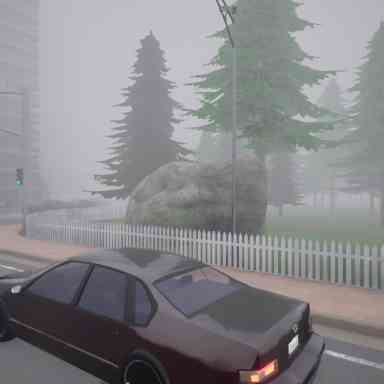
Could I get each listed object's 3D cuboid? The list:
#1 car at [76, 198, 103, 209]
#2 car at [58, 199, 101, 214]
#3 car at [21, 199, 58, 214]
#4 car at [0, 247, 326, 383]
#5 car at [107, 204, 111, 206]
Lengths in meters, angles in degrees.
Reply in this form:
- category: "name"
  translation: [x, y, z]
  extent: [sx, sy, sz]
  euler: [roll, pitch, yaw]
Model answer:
- category: "car"
  translation: [-13.586, 1.545, 44.429]
  extent: [1.895, 1.301, 4.718]
  euler: [0, 0, 3]
- category: "car"
  translation: [-11.476, 1.470, 34.843]
  extent: [1.812, 1.442, 4.674]
  euler: [0, 0, 17]
- category: "car"
  translation: [-15.252, 1.492, 34.937]
  extent: [2.033, 1.411, 5.357]
  euler: [0, 0, 17]
- category: "car"
  translation: [-1.046, 1.547, 4.736]
  extent: [5.357, 1.411, 2.033]
  euler: [0, 0, 35]
- category: "car"
  translation: [-14.333, 1.296, 54.215]
  extent: [2.097, 1.767, 4.553]
  euler: [0, 0, -12]
